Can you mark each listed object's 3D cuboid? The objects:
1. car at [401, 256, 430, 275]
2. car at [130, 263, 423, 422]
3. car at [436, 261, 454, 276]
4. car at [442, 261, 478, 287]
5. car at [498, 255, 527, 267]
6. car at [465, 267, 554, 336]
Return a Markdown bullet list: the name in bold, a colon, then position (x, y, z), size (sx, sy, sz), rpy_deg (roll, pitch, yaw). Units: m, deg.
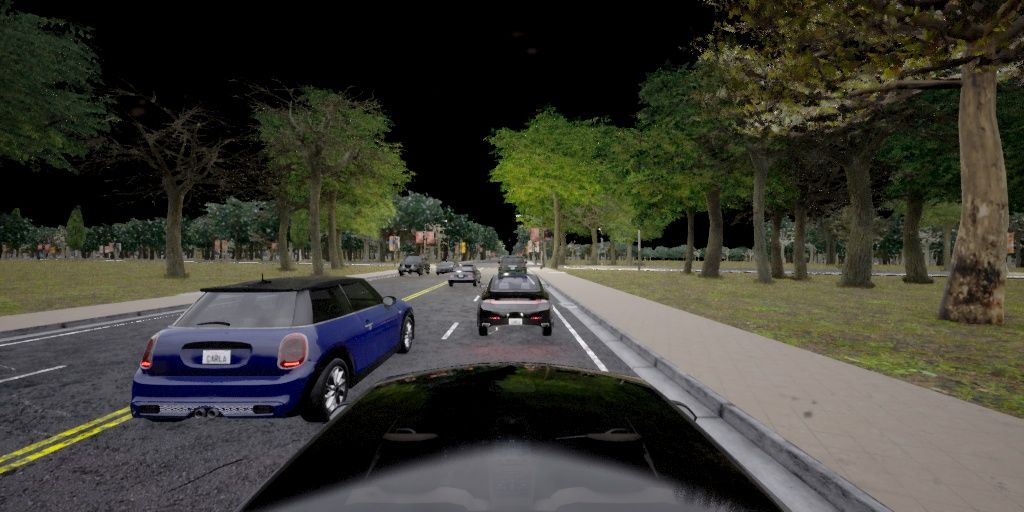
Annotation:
- **car**: position (-9.920, 0.987, 36.817), size (2.150, 2.045, 5.566), rpy_deg (0, 0, 0)
- **car**: position (-3.158, 1.102, 5.969), size (2.097, 1.767, 4.553), rpy_deg (0, 0, 0)
- **car**: position (-6.670, 1.271, 37.411), size (1.837, 1.490, 4.892), rpy_deg (0, 0, 0)
- **car**: position (-3.195, 1.301, 24.798), size (2.033, 1.411, 5.357), rpy_deg (0, 0, 0)
- **car**: position (0.045, 0.979, 28.429), size (2.150, 2.045, 5.566), rpy_deg (0, 0, 0)
- **car**: position (0.081, 1.242, 10.374), size (2.128, 1.511, 4.902), rpy_deg (0, 0, 0)
